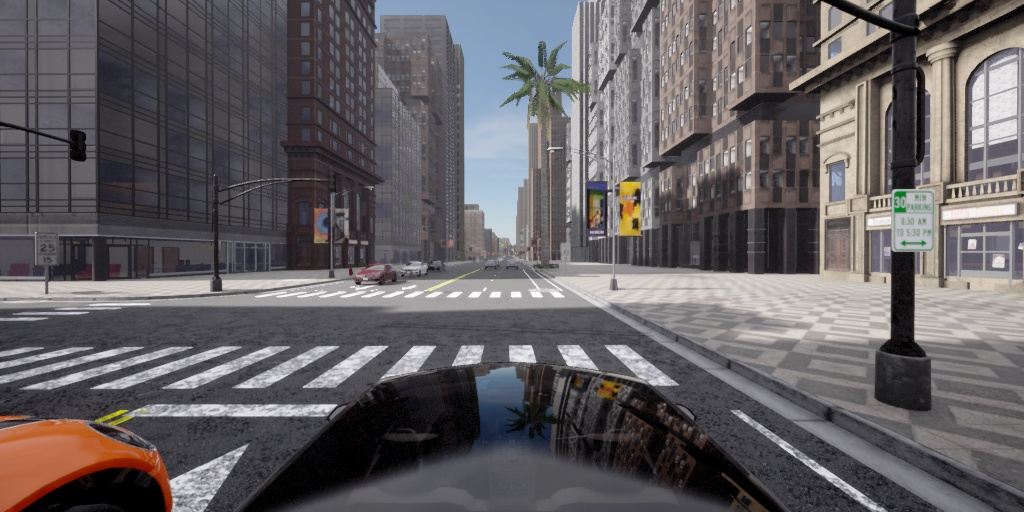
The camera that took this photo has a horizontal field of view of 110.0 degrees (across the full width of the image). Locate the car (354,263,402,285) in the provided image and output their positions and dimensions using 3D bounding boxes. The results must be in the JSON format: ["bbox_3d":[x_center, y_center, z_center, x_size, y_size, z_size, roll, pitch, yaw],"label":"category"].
[{"bbox_3d":[-9.847,1.281,26.317,1.812,1.442,4.674,0,0,-1],"label":"car"}]

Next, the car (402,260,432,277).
[{"bbox_3d":[-9.839,1.287,36.426,1.812,1.442,4.674,0,0,0],"label":"car"}]

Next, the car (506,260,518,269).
[{"bbox_3d":[0.011,1.334,55.776,2.033,1.411,5.357,0,0,0],"label":"car"}]

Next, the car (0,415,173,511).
[{"bbox_3d":[-3.150,1.102,0.298,2.097,1.767,4.553,0,0,0],"label":"car"}]

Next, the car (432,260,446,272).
[{"bbox_3d":[-9.834,1.275,46.492,1.837,1.490,4.892,0,0,1],"label":"car"}]

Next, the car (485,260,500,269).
[{"bbox_3d":[-3.239,1.335,55.777,2.033,1.411,5.357,0,0,0],"label":"car"}]
